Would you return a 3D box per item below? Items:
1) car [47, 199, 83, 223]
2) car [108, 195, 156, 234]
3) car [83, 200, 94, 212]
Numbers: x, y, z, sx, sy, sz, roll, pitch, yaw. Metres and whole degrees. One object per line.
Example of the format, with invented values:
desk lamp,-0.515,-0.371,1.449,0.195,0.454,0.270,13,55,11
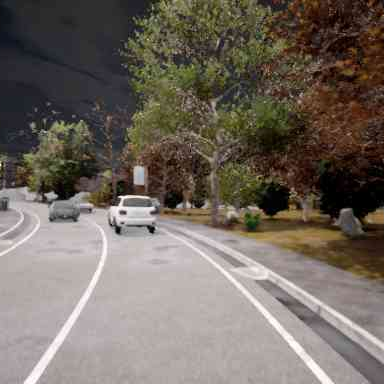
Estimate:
car,-9.400,1.362,24.329,1.837,1.490,4.892,2,-1,-24
car,-3.627,1.226,19.678,2.150,2.045,5.566,2,0,-19
car,-12.411,1.470,36.317,1.895,1.301,4.718,4,-1,-36
